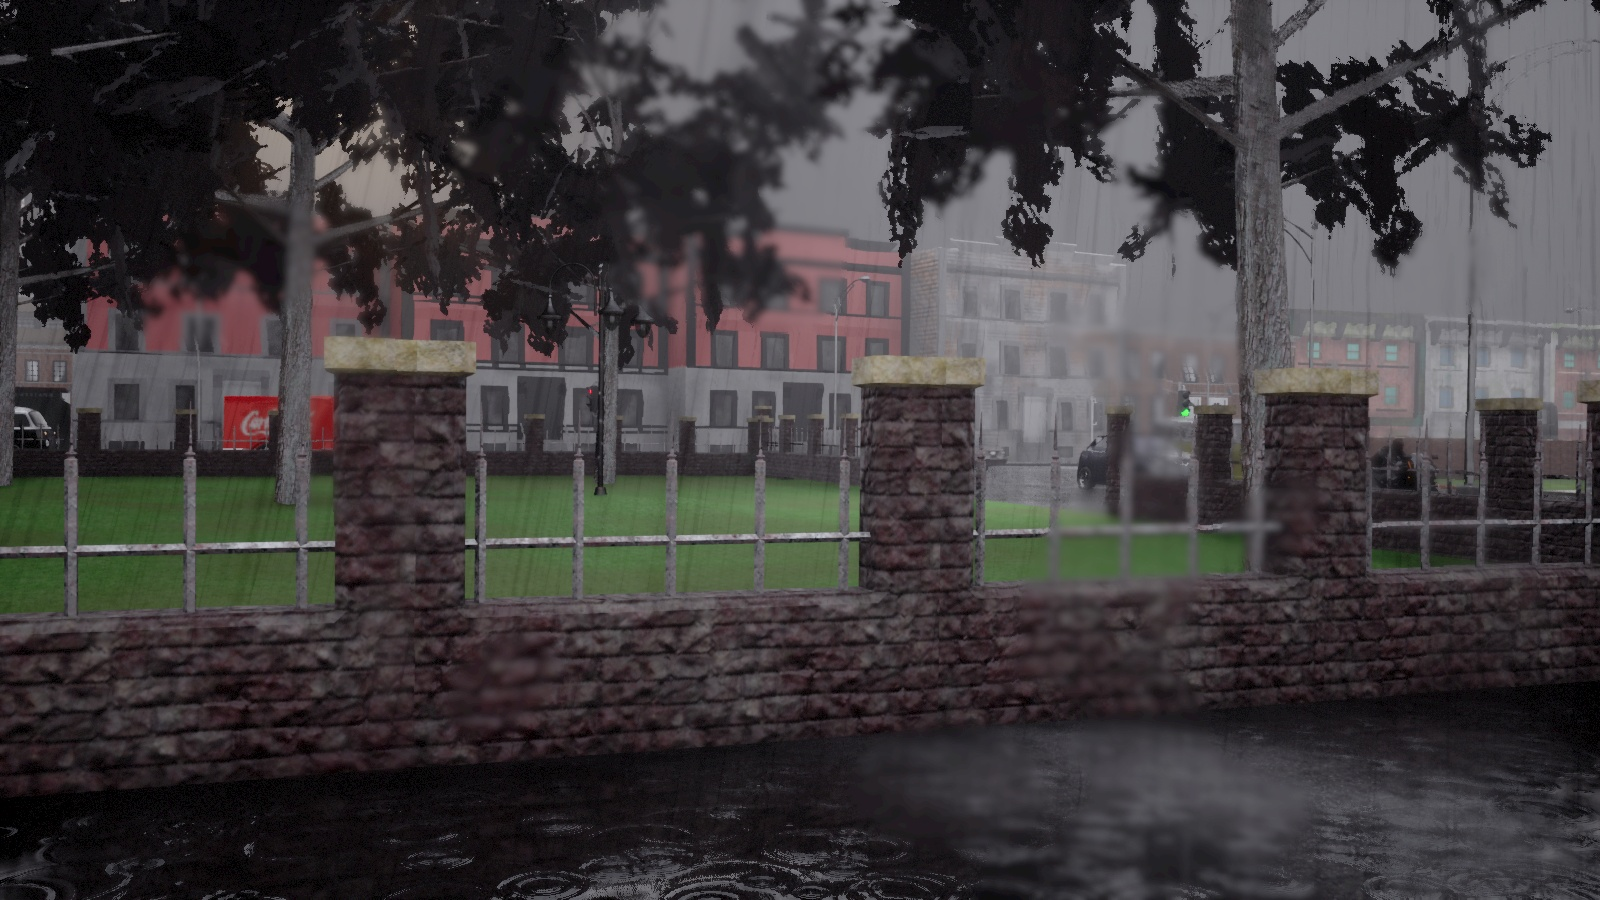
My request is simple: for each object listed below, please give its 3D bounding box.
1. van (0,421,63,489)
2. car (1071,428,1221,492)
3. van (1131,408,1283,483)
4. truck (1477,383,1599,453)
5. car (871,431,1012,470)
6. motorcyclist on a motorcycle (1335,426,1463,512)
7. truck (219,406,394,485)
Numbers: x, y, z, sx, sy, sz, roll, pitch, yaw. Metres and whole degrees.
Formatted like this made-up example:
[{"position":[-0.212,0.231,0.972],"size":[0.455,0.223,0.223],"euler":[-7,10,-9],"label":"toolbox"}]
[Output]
[{"position":[-25.457,0.169,38.585],"size":[4.480,2.038,2.069],"euler":[-1,1,-19],"label":"van"},{"position":[8.567,0.208,31.409],"size":[1.845,1.501,3.633],"euler":[-1,1,-20],"label":"car"},{"position":[11.420,-0.151,35.548],"size":[1.775,1.987,4.442],"euler":[-1,1,-19],"label":"van"},{"position":[39.333,-1.667,65.019],"size":[7.936,3.462,2.891],"euler":[-1,1,-19],"label":"truck"},{"position":[5.390,-0.003,48.568],"size":[2.033,1.411,5.357],"euler":[-1,1,-44],"label":"car"},{"position":[11.227,0.327,23.635],"size":[0.866,1.530,2.191],"euler":[-1,1,-21],"label":"motorcyclist on a motorcycle"},{"position":[-16.271,-0.192,41.748],"size":[5.204,2.467,2.627],"euler":[-1,1,-18],"label":"truck"}]
